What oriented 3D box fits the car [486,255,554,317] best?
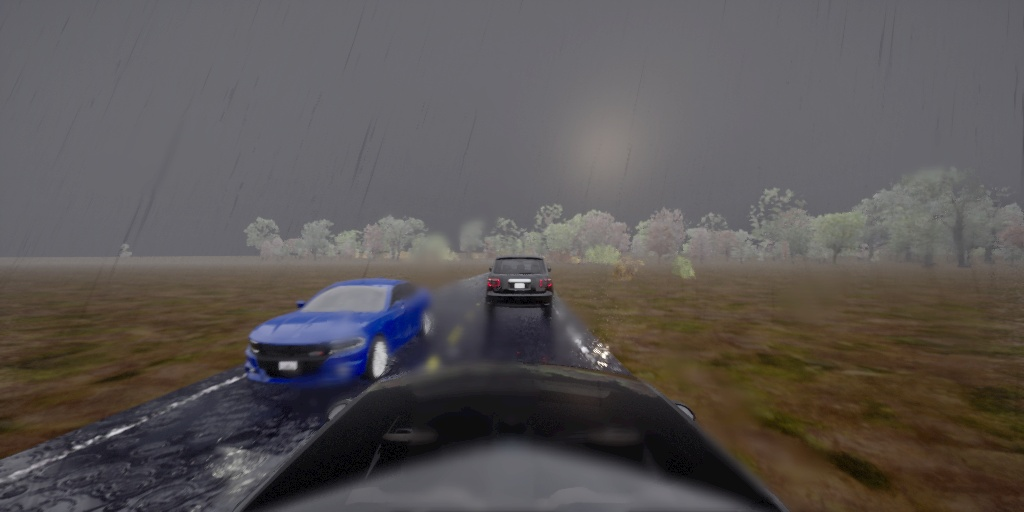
[{"bbox_3d":[0.299,0.971,13.272,2.150,2.045,5.566,0,0,2],"label":"car"}]

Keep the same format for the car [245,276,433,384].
[{"bbox_3d":[-3.019,1.224,7.394,1.882,1.535,5.008,0,0,1],"label":"car"}]
